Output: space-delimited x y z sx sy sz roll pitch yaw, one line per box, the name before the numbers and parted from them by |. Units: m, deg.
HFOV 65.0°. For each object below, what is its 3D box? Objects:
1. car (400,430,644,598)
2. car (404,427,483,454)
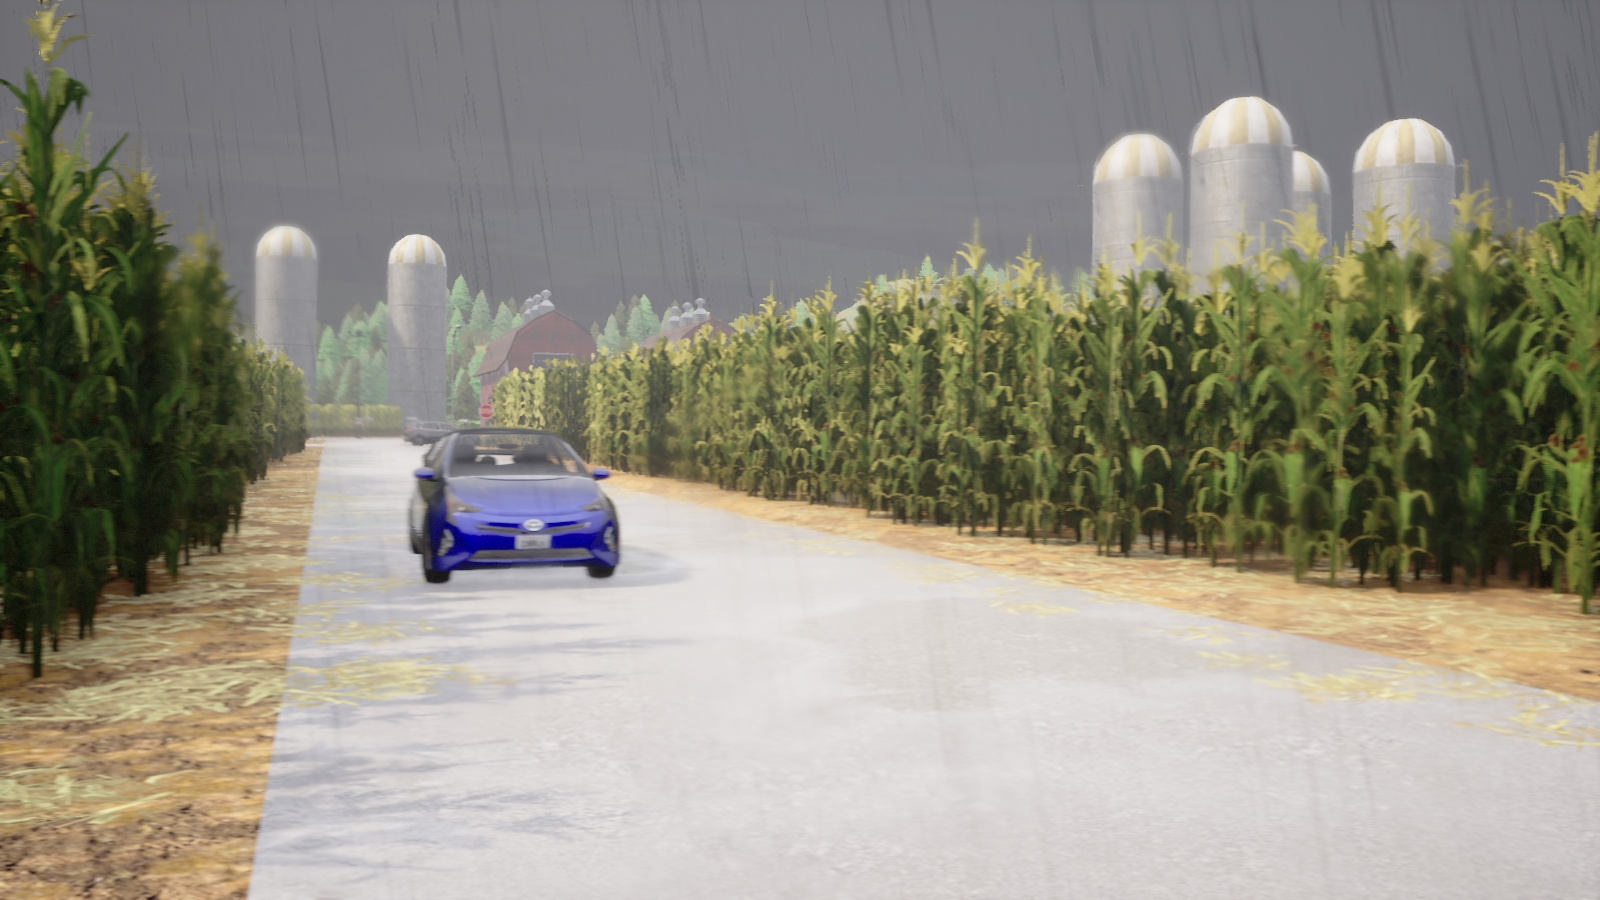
car | -3.255 0.553 13.946 2.007 1.525 4.514 -1 1 -21
car | -22.420 -0.574 78.989 4.611 1.667 2.242 0 0 -21
